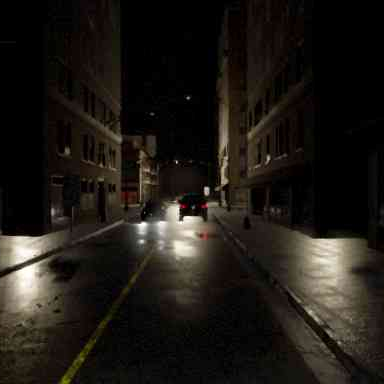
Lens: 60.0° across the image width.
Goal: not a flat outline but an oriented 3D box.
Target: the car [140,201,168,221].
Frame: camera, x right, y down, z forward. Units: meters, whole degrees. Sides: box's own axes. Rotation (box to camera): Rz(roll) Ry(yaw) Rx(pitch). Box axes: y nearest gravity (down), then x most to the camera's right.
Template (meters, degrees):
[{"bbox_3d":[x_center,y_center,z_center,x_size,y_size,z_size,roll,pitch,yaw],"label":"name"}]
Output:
[{"bbox_3d":[-3.039,1.489,27.327,1.837,1.490,4.892,0,0,1],"label":"car"}]

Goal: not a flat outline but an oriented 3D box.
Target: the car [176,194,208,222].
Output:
[{"bbox_3d":[0.098,1.206,26.266,2.150,2.045,5.566,0,0,0],"label":"car"}]
